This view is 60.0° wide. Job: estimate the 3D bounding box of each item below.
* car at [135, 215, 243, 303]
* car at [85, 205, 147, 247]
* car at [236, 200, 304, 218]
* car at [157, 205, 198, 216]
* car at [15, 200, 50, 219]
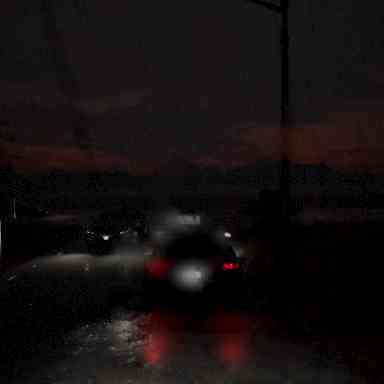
[{"bbox_3d":[0.037,1.485,8.101,1.994,1.385,4.181,0,0,0],"label":"car"},{"bbox_3d":[-3.096,1.376,14.334,1.837,1.490,4.892,0,0,0],"label":"car"},{"bbox_3d":[6.398,1.336,27.652,5.357,1.411,2.033,-1,3,0],"label":"car"},{"bbox_3d":[-0.964,1.413,19.723,1.895,1.301,4.718,0,1,-13],"label":"car"},{"bbox_3d":[-14.474,1.430,28.003,4.674,1.442,1.812,0,3,2],"label":"car"}]
